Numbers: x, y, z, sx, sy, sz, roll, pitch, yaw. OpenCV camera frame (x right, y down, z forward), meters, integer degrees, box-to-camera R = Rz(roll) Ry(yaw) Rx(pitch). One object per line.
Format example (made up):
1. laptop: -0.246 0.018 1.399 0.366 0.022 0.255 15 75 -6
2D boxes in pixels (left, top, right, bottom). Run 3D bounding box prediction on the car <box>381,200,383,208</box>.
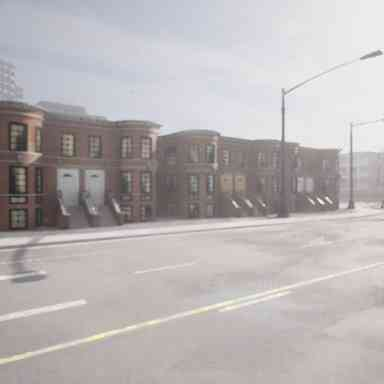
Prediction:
1. car: 26.382 1.288 42.493 2.097 1.767 4.553 0 0 -1
